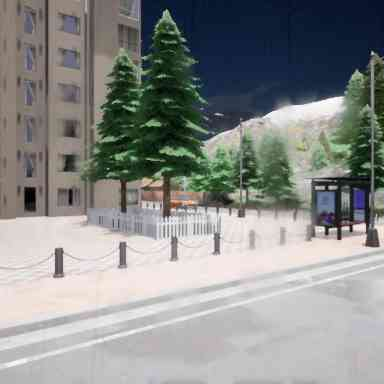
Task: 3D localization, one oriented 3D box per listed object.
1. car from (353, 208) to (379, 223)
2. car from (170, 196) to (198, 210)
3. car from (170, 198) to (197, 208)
[{"bbox_3d":[11.512,1.505,25.306,2.128,1.511,4.902,0,0,-35],"label":"car"},{"bbox_3d":[-1.108,1.365,43.439,2.097,1.767,4.553,0,0,-34],"label":"car"},{"bbox_3d":[-1.337,1.615,49.961,1.895,1.301,4.718,0,0,-35],"label":"car"}]
